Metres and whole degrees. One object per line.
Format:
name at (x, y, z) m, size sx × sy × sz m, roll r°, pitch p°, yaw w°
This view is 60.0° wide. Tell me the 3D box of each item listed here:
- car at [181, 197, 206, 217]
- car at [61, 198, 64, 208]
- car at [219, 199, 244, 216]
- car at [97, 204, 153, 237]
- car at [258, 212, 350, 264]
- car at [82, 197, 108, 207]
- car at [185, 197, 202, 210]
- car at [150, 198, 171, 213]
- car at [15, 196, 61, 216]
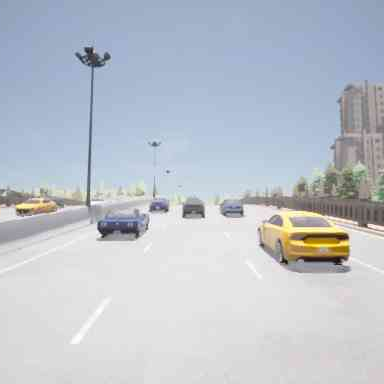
car at (0.137, 1.353, 28.893) m, size 1.837 × 1.490 × 4.892 m, roll 0°, pitch 0°, yaw 0°
car at (-17.524, 1.270, 41.380) m, size 2.128 × 1.511 × 4.902 m, roll 0°, pitch 0°, yaw 0°
car at (3.639, 1.385, 30.938) m, size 2.033 × 1.411 × 5.357 m, roll 0°, pitch 0°, yaw 0°
car at (-3.377, 1.515, 17.296) m, size 1.895 × 1.301 × 4.718 m, roll 0°, pitch 0°, yaw 0°
car at (3.616, 1.423, 11.599) m, size 1.882 × 1.535 × 5.008 m, roll 0°, pitch 1°, yaw 0°
car at (-10.545, 1.332, 36.440) m, size 1.812 × 1.442 × 4.674 m, roll 0°, pitch 0°, yaw 0°
car at (0.151, 1.346, 40.946) m, size 1.994 × 1.385 × 4.181 m, roll 0°, pitch 0°, yaw 0°
car at (-3.356, 1.342, 34.792) m, size 1.812 × 1.442 × 4.674 m, roll 0°, pitch 0°, yaw 0°
car at (-14.059, 1.320, 30.133) m, size 1.882 × 1.535 × 5.008 m, roll 0°, pitch 0°, yaw 0°
